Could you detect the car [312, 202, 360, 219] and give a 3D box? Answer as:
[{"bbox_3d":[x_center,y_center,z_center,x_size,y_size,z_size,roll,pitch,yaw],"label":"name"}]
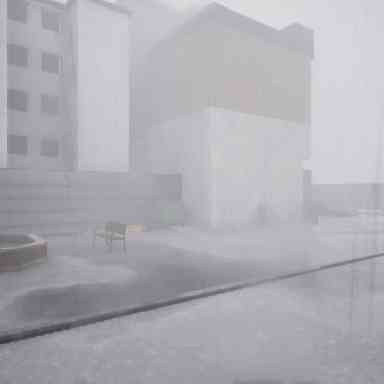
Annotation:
[{"bbox_3d":[12.161,1.601,29.482,1.895,1.301,4.718,0,0,-35],"label":"car"}]
